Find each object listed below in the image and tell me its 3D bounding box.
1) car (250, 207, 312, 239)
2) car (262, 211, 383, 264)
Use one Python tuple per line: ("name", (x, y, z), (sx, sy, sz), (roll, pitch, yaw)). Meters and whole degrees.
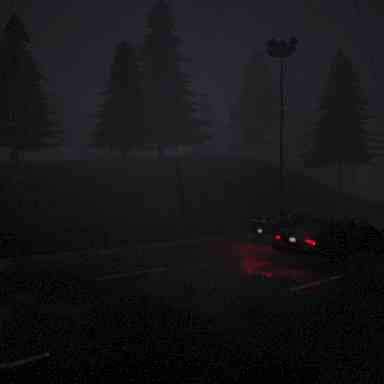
("car", (4.963, 1.484, 15.949), (4.902, 1.511, 2.128), (0, 0, -35))
("car", (5.203, 1.541, 11.849), (5.357, 1.411, 2.033), (0, 0, -35))
